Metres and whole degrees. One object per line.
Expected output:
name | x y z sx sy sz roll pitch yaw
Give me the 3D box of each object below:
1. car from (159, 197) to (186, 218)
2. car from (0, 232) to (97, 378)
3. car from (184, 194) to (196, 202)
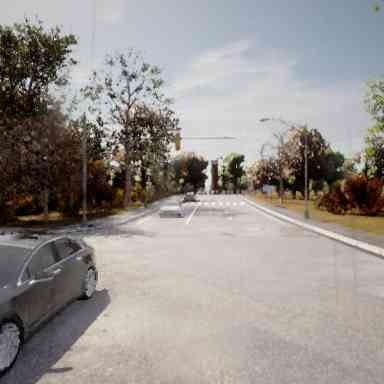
car | -1.851 1.501 30.213 1.812 1.442 4.674 0 1 3
car | -3.097 1.522 5.594 1.837 1.490 4.892 0 0 3
car | -0.389 0.933 55.719 1.895 1.301 4.718 0 2 3
